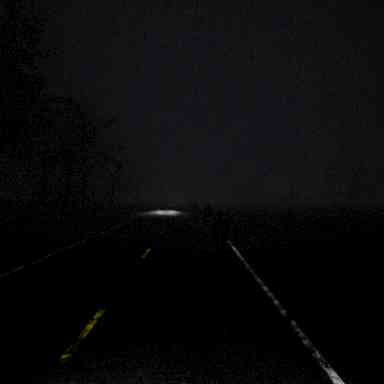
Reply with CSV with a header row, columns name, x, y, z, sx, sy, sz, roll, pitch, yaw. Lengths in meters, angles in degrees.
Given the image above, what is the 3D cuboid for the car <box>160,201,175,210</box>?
name,x,y,z,sx,sy,sz,roll,pitch,yaw
car,-3.571,1.963,48.409,1.895,1.301,4.718,0,0,0

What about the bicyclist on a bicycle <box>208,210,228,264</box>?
name,x,y,z,sx,sy,sz,roll,pitch,yaw
bicyclist on a bicycle,0.967,1.540,11.280,0.582,1.620,1.656,0,-1,0

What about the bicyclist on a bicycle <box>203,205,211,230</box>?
name,x,y,z,sx,sy,sz,roll,pitch,yaw
bicyclist on a bicycle,0.970,1.609,20.432,0.582,1.620,1.656,0,-1,0

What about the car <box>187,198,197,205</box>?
name,x,y,z,sx,sy,sz,roll,pitch,yaw
car,0.018,2.096,73.485,1.994,1.385,4.181,0,0,0

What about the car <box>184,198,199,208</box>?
name,x,y,z,sx,sy,sz,roll,pitch,yaw
car,0.116,1.963,55.647,2.033,1.411,5.357,0,0,0
